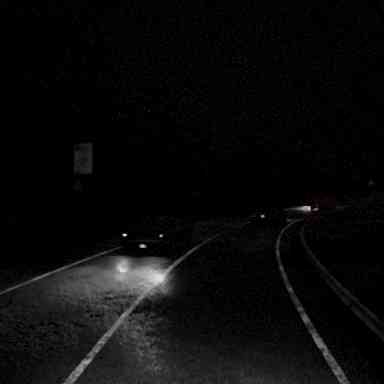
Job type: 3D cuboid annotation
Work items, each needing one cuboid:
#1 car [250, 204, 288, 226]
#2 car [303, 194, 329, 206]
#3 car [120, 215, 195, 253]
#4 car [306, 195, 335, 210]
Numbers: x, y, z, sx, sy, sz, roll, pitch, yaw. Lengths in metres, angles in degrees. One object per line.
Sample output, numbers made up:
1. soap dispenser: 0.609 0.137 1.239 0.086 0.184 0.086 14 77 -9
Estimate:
1. car: 5.496 1.583 23.455 2.033 1.411 5.357 -2 -1 23
2. car: 18.348 1.155 49.108 2.128 1.511 4.902 -4 0 38
3. car: -1.286 1.687 14.262 1.895 1.301 4.718 -1 -1 14
4. car: 15.750 1.268 39.967 1.882 1.535 5.008 -4 0 36
